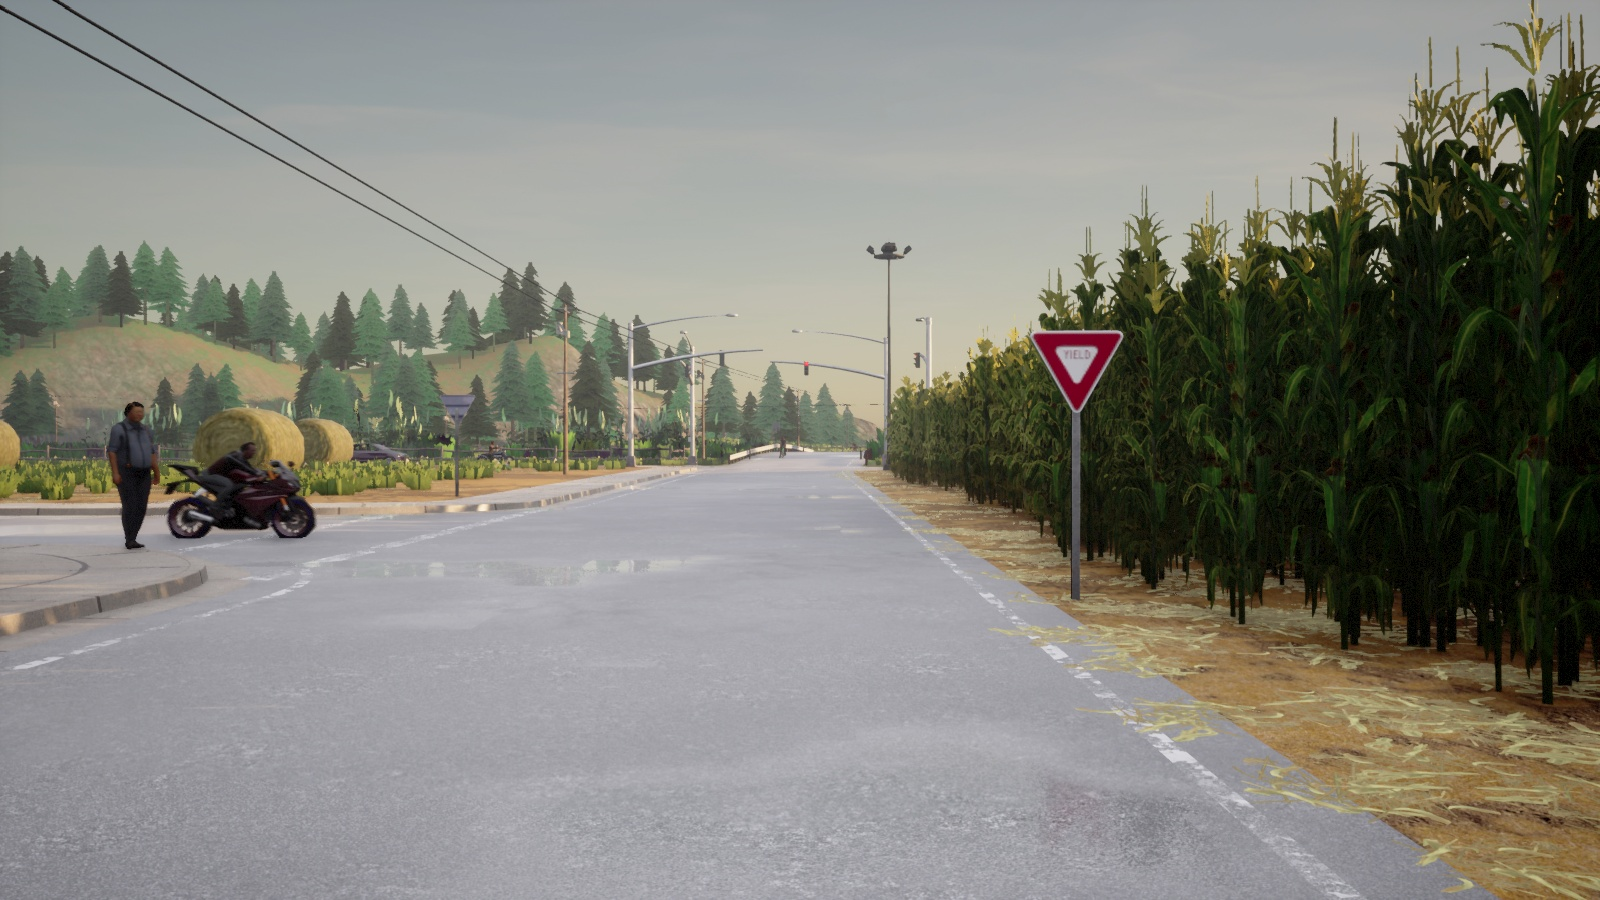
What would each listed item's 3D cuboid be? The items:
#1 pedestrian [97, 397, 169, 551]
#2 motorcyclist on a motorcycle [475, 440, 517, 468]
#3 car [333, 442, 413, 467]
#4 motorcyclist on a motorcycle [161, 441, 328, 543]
[{"bbox_3d":[-8.271,0.287,15.569,0.694,1.848,0.540,0,0,36],"label":"pedestrian"},{"bbox_3d":[-18.294,0.220,75.628,2.350,1.649,0.766,0,0,3],"label":"motorcyclist on a motorcycle"},{"bbox_3d":[-25.853,0.275,76.062,4.193,1.474,1.816,0,0,3],"label":"car"},{"bbox_3d":[-8.533,0.640,19.362,2.191,1.530,0.866,0,0,-3],"label":"motorcyclist on a motorcycle"}]
